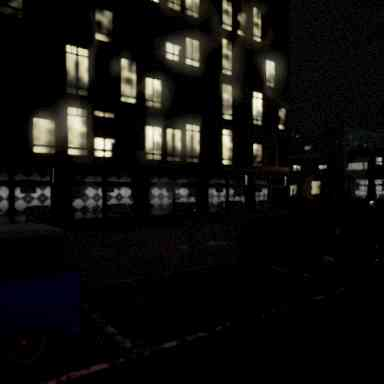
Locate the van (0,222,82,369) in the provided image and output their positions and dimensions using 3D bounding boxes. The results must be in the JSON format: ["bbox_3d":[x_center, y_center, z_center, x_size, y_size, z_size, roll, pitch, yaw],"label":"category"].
[{"bbox_3d":[-3.447,1.345,4.096,3.998,1.788,1.690,-1,1,-35],"label":"van"}]

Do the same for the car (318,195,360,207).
[{"bbox_3d":[17.643,1.052,40.067,1.802,1.307,4.206,1,0,-36],"label":"car"}]

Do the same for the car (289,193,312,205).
[{"bbox_3d":[14.371,0.842,44.545,1.967,1.590,4.097,1,0,-36],"label":"car"}]

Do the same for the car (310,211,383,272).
[{"bbox_3d":[5.588,1.486,10.509,4.313,1.339,1.947,-1,1,-35],"label":"car"}]

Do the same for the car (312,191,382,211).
[{"bbox_3d":[14.155,0.877,30.644,2.192,1.841,5.009,1,0,-36],"label":"car"}]

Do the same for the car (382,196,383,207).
[{"bbox_3d":[20.917,1.083,35.590,1.887,1.381,4.507,1,0,-36],"label":"car"}]
